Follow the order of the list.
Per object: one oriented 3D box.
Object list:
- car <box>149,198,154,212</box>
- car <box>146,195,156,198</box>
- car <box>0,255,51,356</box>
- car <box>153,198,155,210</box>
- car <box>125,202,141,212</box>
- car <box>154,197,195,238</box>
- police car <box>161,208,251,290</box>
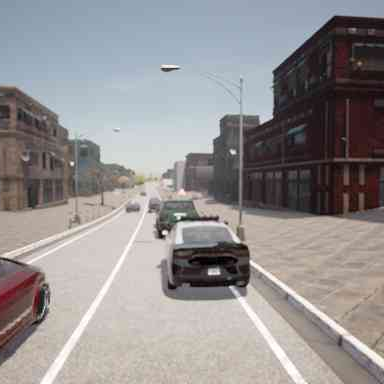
[{"bbox_3d":[-5.063,1.977,46.356,1.837,1.490,4.892,0,-1,-7],"label":"car"},{"bbox_3d":[-6.647,1.571,59.414,2.097,1.767,4.553,0,2,-7],"label":"car"},{"bbox_3d":[-3.433,1.575,4.329,1.994,1.385,4.181,0,0,-4],"label":"car"},{"bbox_3d":[-1.641,1.612,25.356,2.150,2.045,5.566,0,-1,-7],"label":"car"},{"bbox_3d":[-8.256,2.075,46.906,1.994,1.385,4.181,0,1,-7],"label":"car"},{"bbox_3d":[-0.924,1.459,19.390,2.150,2.045,5.566,0,-1,-7],"label":"car"},{"bbox_3d":[0.203,1.475,9.455,1.930,1.638,5.238,0,-1,-6],"label":"police car"}]
